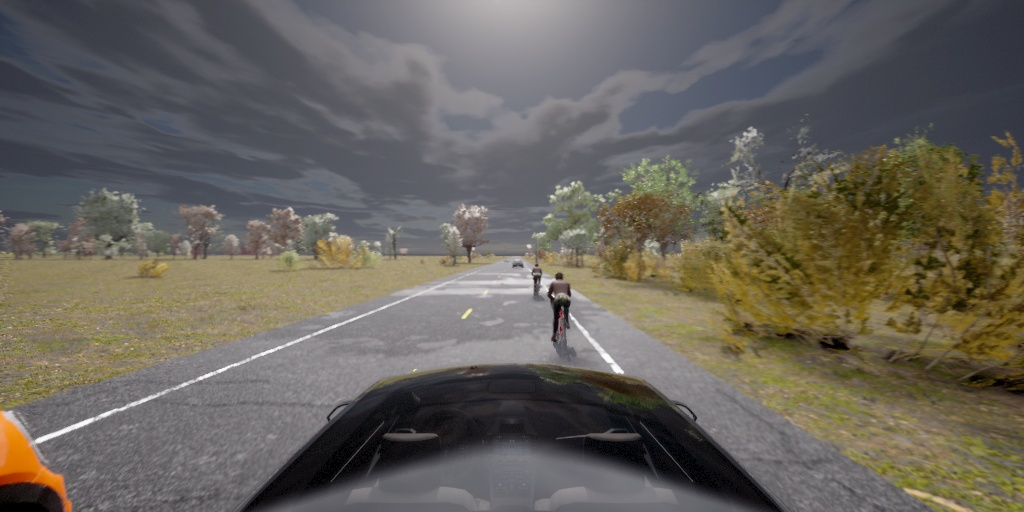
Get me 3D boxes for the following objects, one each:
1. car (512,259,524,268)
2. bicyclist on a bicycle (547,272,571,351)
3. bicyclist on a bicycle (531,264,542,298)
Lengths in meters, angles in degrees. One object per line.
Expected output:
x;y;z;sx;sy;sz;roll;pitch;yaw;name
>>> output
1.038;1.346;61.491;1.895;1.301;4.718;0;0;1;car
1.080;1.197;8.027;0.582;1.620;1.656;0;0;1;bicyclist on a bicycle
1.225;1.196;17.472;0.582;1.620;1.656;0;0;1;bicyclist on a bicycle
